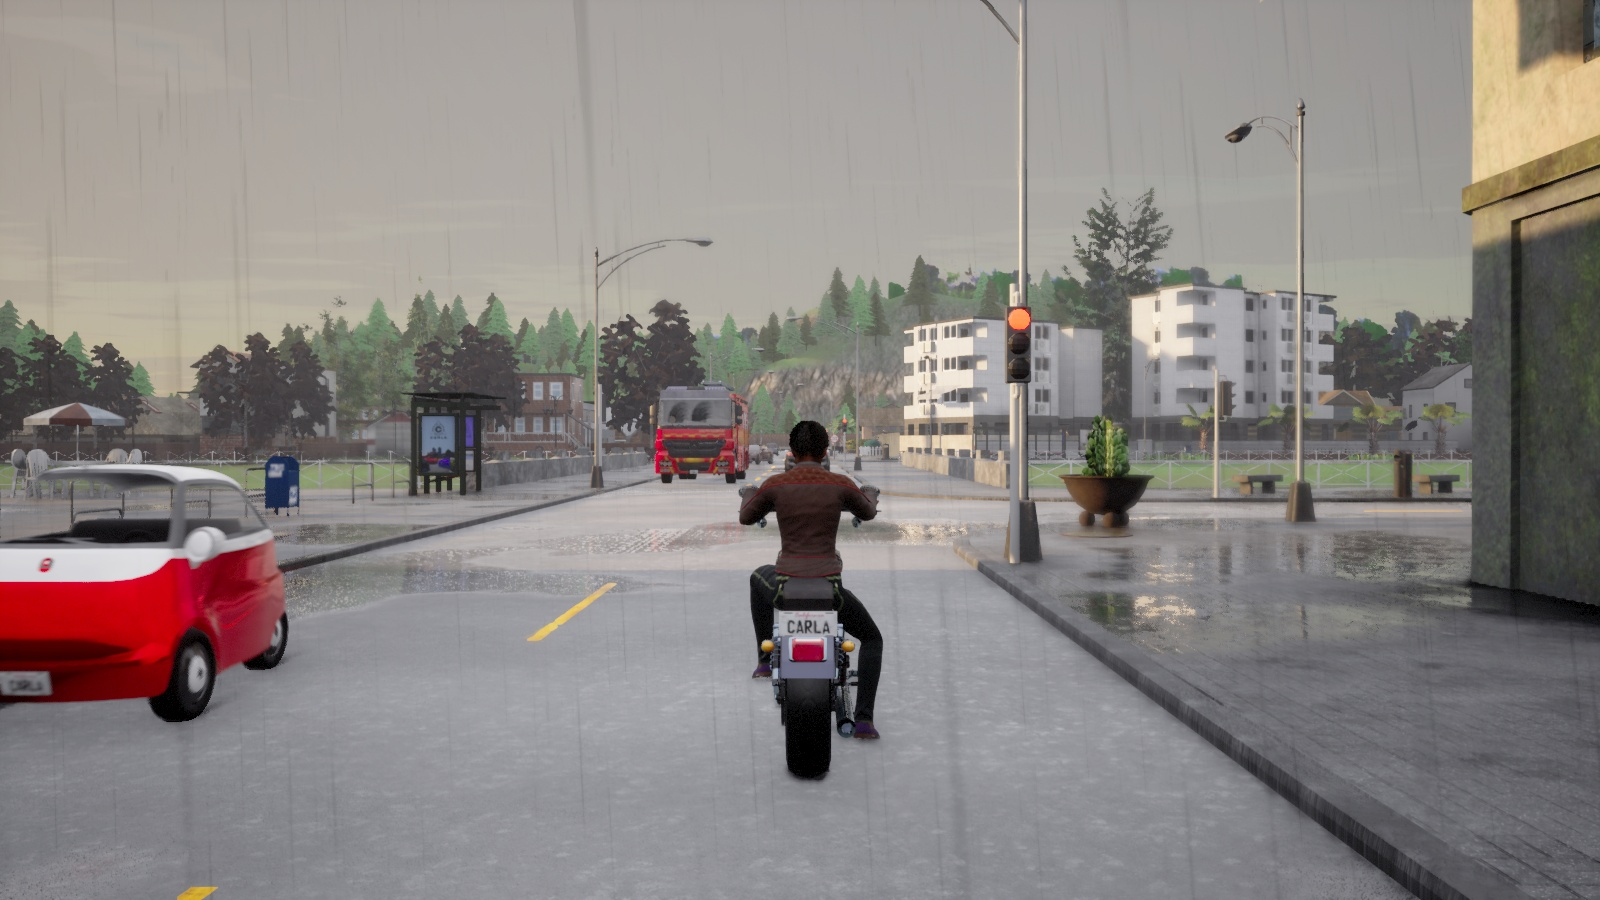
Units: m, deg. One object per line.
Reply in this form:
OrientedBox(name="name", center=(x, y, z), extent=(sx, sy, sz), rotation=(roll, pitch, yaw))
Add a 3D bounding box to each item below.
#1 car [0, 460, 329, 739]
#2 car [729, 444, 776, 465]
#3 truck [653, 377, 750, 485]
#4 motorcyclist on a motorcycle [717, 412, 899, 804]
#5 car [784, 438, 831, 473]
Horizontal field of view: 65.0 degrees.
OrientedBox(name="car", center=(-3.936, 0.756, 7.397), extent=(1.481, 1.376, 2.207), rotation=(0, 0, 1))
OrientedBox(name="car", center=(-3.242, 0.279, 86.956), extent=(1.812, 1.442, 4.674), rotation=(0, 0, 17))
OrientedBox(name="truck", center=(-3.681, -0.697, 48.919), extent=(2.891, 3.827, 8.468), rotation=(0, 0, 2))
OrientedBox(name="motorcyclist on a motorcycle", center=(0.046, 0.660, 6.456), extent=(0.766, 1.649, 2.350), rotation=(0, 0, 1))
OrientedBox(name="car", center=(0.351, 0.243, 61.720), extent=(2.242, 1.667, 4.611), rotation=(0, 0, 0))
